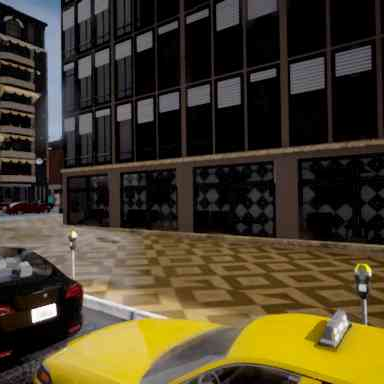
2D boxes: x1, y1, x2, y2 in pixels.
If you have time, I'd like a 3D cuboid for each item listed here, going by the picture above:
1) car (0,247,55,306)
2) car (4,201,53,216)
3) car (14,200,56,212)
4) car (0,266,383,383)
[{"bbox_3d":[-3.564,1.568,5.413,4.313,1.339,1.947,0,-1,35],"label":"car"},{"bbox_3d":[-15.730,1.577,31.897,1.802,1.307,4.206,-2,-1,35],"label":"car"},{"bbox_3d":[-19.390,1.738,41.247,1.947,1.339,4.313,-2,-1,35],"label":"car"},{"bbox_3d":[0.736,1.526,2.367,4.829,1.417,1.752,0,-1,35],"label":"car"}]
